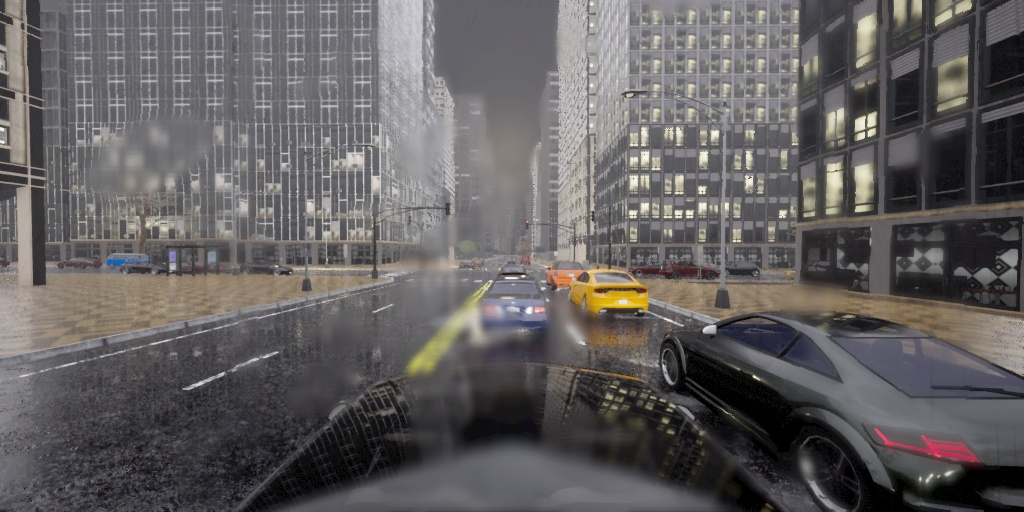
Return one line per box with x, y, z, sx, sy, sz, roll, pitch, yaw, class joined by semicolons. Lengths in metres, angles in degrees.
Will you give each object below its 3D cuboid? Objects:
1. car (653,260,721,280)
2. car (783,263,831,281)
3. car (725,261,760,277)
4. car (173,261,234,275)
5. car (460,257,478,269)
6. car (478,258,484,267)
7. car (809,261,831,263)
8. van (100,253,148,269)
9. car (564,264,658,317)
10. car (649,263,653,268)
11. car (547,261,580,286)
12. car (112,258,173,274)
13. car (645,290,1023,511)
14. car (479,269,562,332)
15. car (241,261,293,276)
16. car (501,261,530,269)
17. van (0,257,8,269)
16.142;1.268;32.911;5.009;1.841;2.192;0;0;1;car
27.591;1.577;32.733;4.829;1.417;1.751;0;0;1;car
23.914;1.280;38.565;4.553;1.767;2.097;1;1;1;car
-28.468;1.137;33.497;4.207;1.307;1.802;0;0;1;car
-6.679;1.277;54.328;1.994;1.385;4.181;0;0;0;car
-6.665;1.053;64.329;2.097;1.767;4.553;0;0;0;car
32.662;1.356;38.423;4.553;1.767;2.097;0;1;1;car
-45.354;0.604;42.303;3.998;1.789;1.690;0;0;1;van
3.331;1.222;13.207;1.882;1.535;5.008;0;0;0;car
15.018;1.450;38.737;4.718;1.301;1.895;1;1;2;car
3.316;1.091;22.212;2.097;1.767;4.553;0;0;0;car
-34.149;1.068;33.661;4.313;1.339;1.948;0;0;1;car
3.341;1.313;4.122;1.994;1.385;4.181;0;0;0;car
0.086;1.294;10.802;2.033;1.411;5.357;0;0;1;car
-22.784;1.172;33.374;4.313;1.339;1.948;0;0;1;car
0.070;1.232;20.554;2.128;1.511;4.902;0;0;0;car
-51.194;0.686;34.031;3.998;1.789;1.690;0;0;1;van
